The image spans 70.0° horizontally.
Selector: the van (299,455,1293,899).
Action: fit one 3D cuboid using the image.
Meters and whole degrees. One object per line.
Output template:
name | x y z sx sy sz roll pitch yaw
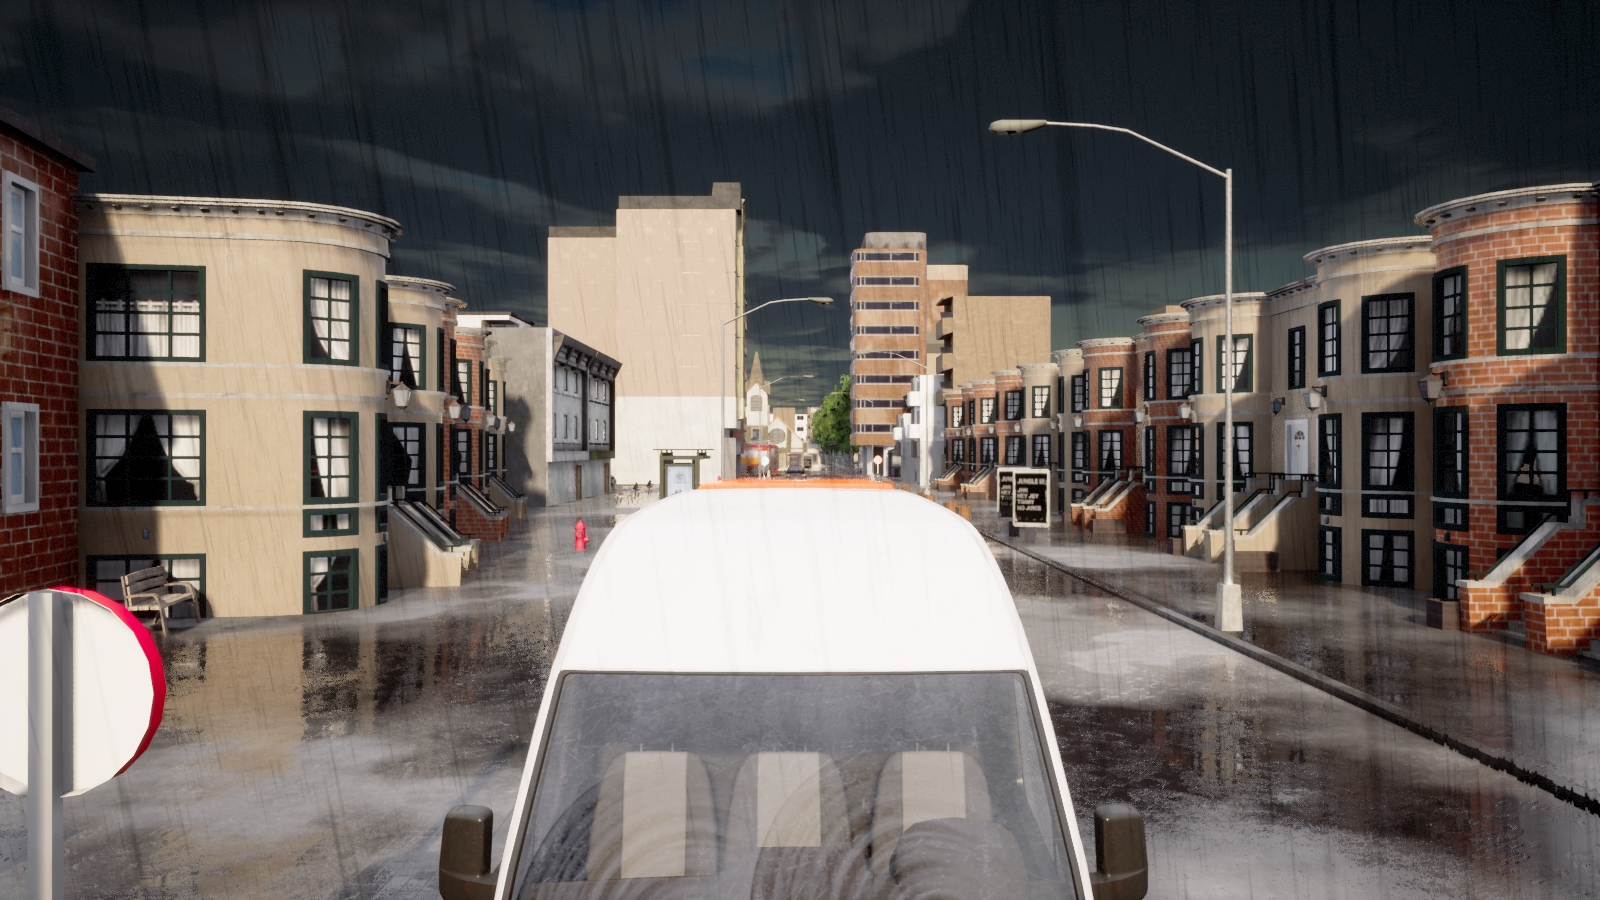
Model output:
van | -0.019 1.314 5.243 1.988 2.561 5.915 0 0 0
